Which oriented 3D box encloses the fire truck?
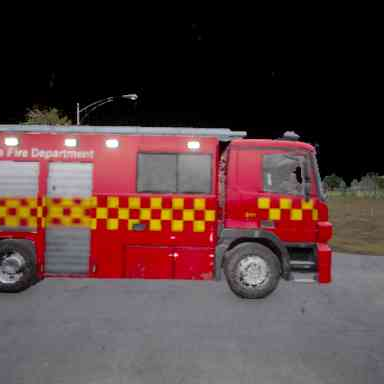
[{"bbox_3d":[-1.283,0.290,8.185,8.468,3.827,2.891,1,-1,0],"label":"fire truck"}]
